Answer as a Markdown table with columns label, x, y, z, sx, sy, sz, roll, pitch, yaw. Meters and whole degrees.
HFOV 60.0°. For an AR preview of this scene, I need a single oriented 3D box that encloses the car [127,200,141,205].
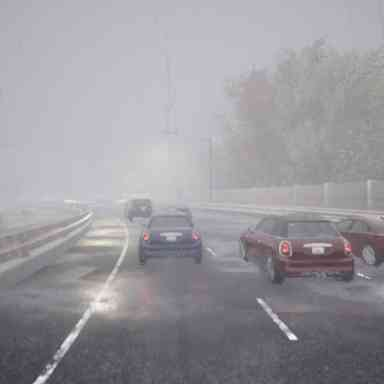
| label | x | y | z | sx | sy | sz | roll | pitch | yaw |
| --- | --- | --- | --- | --- | --- | --- | --- | --- | --- |
| car | -14.873 | 2.734 | 85.446 | 1.895 | 1.301 | 4.718 | 0 | -1 | 11 |

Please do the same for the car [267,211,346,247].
| label | x | y | z | sx | sy | sz | roll | pitch | yaw |
| --- | --- | --- | --- | --- | --- | --- | --- | --- | --- |
| car | 5.560 | 1.759 | 16.782 | 1.994 | 1.385 | 4.181 | 0 | -1 | -9 |

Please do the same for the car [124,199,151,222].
| label | x | y | z | sx | sy | sz | roll | pitch | yaw |
| --- | --- | --- | --- | --- | --- | --- | --- | --- | --- |
| car | -5.096 | 1.640 | 31.448 | 2.150 | 2.045 | 5.566 | 0 | -1 | -18 |

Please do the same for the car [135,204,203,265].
| label | x | y | z | sx | sy | sz | roll | pitch | yaw |
| --- | --- | --- | --- | --- | --- | --- | --- | --- | --- |
| car | -0.912 | 1.518 | 12.676 | 2.097 | 1.767 | 4.553 | 0 | -1 | -7 |

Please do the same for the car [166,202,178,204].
| label | x | y | z | sx | sy | sz | roll | pitch | yaw |
| --- | --- | --- | --- | --- | --- | --- | --- | --- | --- |
| car | -1.397 | 1.908 | 31.259 | 1.837 | 1.490 | 4.892 | 0 | -1 | -17 |

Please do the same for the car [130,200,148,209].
| label | x | y | z | sx | sy | sz | roll | pitch | yaw |
| --- | --- | --- | --- | --- | --- | --- | --- | --- | --- |
| car | -9.765 | 2.303 | 61.060 | 2.128 | 1.511 | 4.902 | 0 | -1 | -23 |

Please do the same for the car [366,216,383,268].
| label | x | y | z | sx | sy | sz | roll | pitch | yaw |
| --- | --- | --- | --- | --- | --- | --- | --- | --- | --- |
| car | 6.268 | 1.612 | 11.988 | 1.882 | 1.535 | 5.008 | 0 | -1 | -8 |

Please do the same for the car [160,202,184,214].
| label | x | y | z | sx | sy | sz | roll | pitch | yaw |
| --- | --- | --- | --- | --- | --- | --- | --- | --- | --- |
| car | -2.727 | 2.106 | 44.733 | 1.812 | 1.442 | 4.674 | 0 | -1 | -23 |

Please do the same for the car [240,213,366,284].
| label | x | y | z | sx | sy | sz | roll | pitch | yaw |
| --- | --- | --- | --- | --- | --- | --- | --- | --- | --- |
| car | 2.889 | 1.472 | 10.183 | 2.097 | 1.767 | 4.553 | 0 | -1 | -5 |
